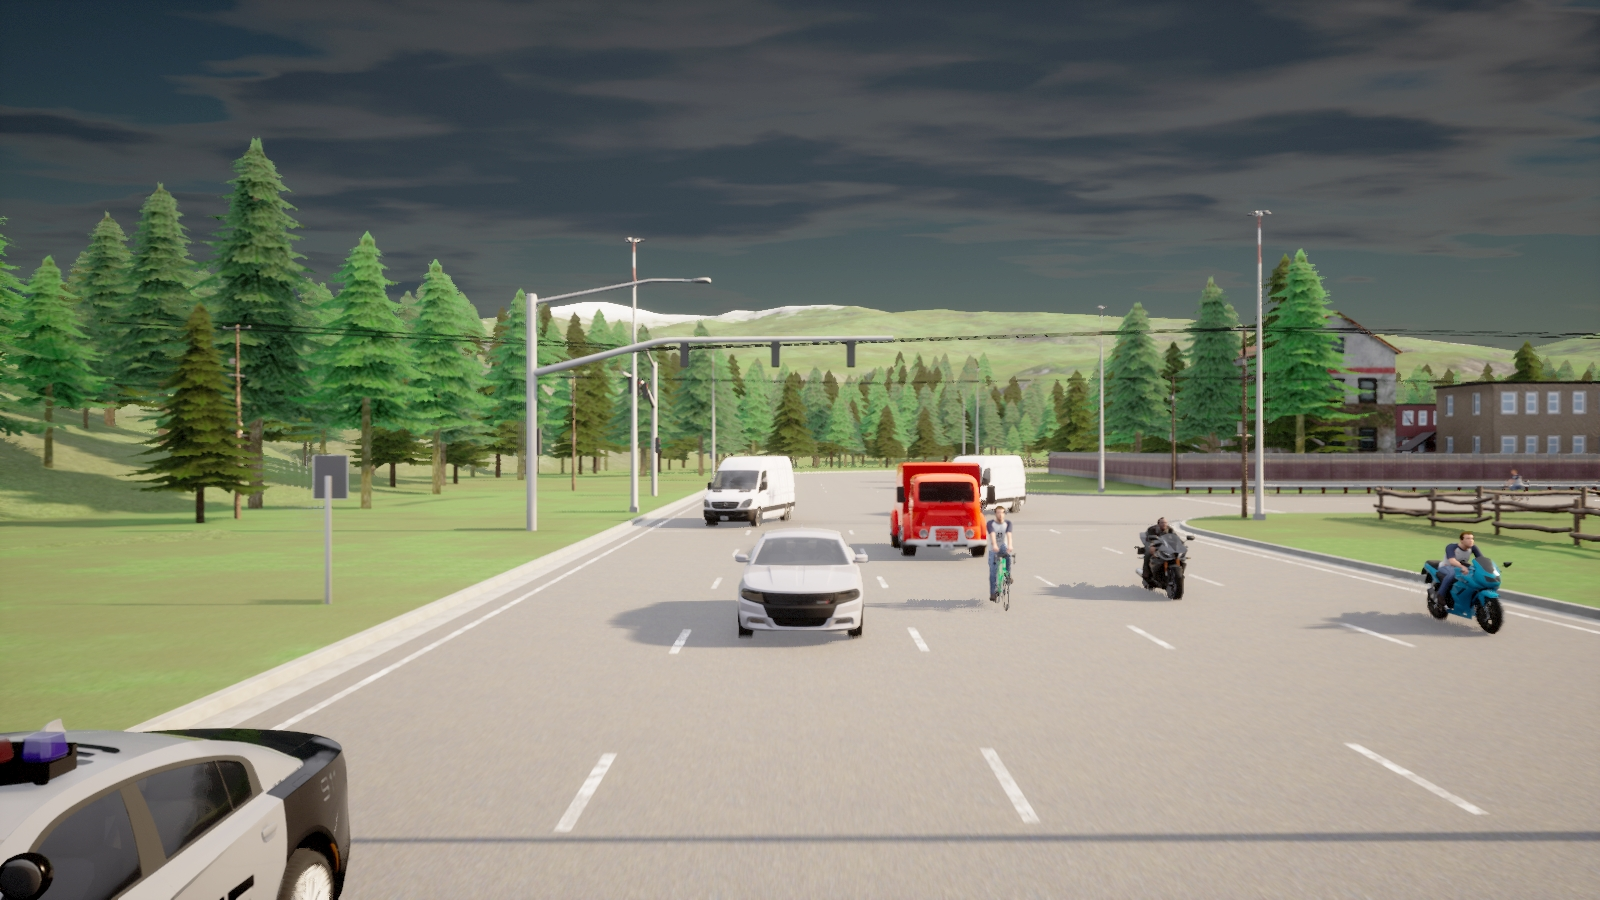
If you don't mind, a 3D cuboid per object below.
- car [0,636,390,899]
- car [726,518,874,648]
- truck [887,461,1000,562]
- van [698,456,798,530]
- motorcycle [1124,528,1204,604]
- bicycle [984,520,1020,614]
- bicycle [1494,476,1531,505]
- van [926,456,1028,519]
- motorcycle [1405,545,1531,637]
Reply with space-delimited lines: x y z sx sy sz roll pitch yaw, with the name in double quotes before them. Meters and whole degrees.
"car" -3.609 1.982 4.520 2.097 1.638 5.238 0 0 0
"car" 0.027 2.034 18.660 2.097 1.535 5.006 0 0 1
"truck" 3.797 1.565 31.262 2.627 2.467 5.204 0 0 2
"van" -1.874 1.534 43.294 1.988 2.561 5.915 -1 0 16
"motorcycle" 7.010 2.205 22.135 0.867 1.251 2.209 0 0 0
"bicycle" 3.587 2.056 20.381 0.373 1.496 1.643 0 0 1
"bicycle" 36.344 2.055 58.312 1.643 1.496 0.373 0 0 0
"van" 7.753 1.534 49.497 1.988 2.561 5.915 -1 0 35
"motorcycle" 10.513 2.186 18.069 0.803 1.199 2.033 0 0 0
